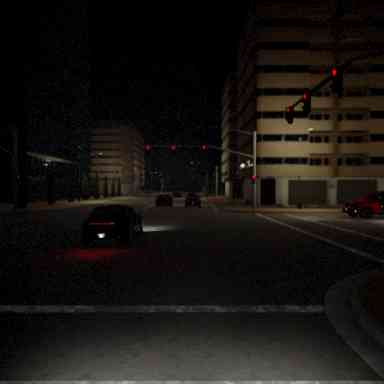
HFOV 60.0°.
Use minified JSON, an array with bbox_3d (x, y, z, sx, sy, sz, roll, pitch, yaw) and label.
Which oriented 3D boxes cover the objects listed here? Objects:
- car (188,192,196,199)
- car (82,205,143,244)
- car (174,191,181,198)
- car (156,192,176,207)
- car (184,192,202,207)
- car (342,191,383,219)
[{"bbox_3d":[0.021,0.678,75.075,1.837,1.490,4.892,0,1,0],"label":"car"},{"bbox_3d":[-3.397,1.341,14.883,1.837,1.490,4.892,0,1,0],"label":"car"},{"bbox_3d":[-3.479,0.531,75.312,2.097,1.767,4.553,0,1,0],"label":"car"},{"bbox_3d":[-3.389,1.024,41.339,1.882,1.535,5.008,0,1,0],"label":"car"},{"bbox_3d":[0.097,1.078,40.811,1.812,1.442,4.674,0,1,0],"label":"car"},{"bbox_3d":[14.433,0.945,25.189,5.566,2.045,2.150,0,1,-1],"label":"car"}]
